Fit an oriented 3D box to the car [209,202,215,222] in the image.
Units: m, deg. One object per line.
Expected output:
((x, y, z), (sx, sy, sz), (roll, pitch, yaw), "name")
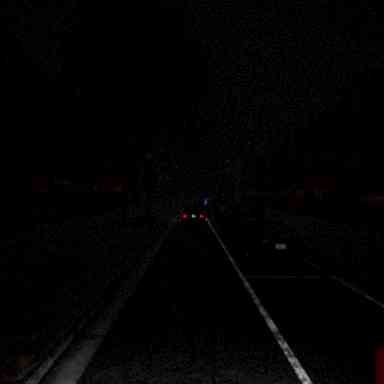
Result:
((2.654, 1.808, 28.606), (1.887, 1.381, 4.507), (1, -1, 0), "car")

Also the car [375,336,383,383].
((2.651, 1.325, 0.905), (2.192, 1.841, 5.009), (1, -1, 0), "car")

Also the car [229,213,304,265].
((2.650, 1.677, 11.984), (1.947, 1.339, 4.313), (1, -1, 0), "car")

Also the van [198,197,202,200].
((2.665, 2.016, 72.932), (1.690, 1.788, 3.998), (1, -1, 0), "van")

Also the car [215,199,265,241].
((2.654, 1.477, 17.527), (2.192, 1.841, 5.009), (1, -1, 0), "car")

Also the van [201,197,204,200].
((2.661, 1.806, 50.771), (1.690, 1.788, 3.998), (1, -1, 0), "van")

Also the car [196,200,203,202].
((0.109, 1.985, 41.873), (1.895, 1.301, 4.718), (0, -1, 0), "car")

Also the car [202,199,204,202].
((2.658, 1.960, 45.228), (1.887, 1.381, 4.507), (1, -1, 0), "car")

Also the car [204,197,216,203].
((2.658, 1.629, 34.149), (2.192, 1.841, 5.009), (1, -1, 0), "car")

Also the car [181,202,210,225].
((0.099, 1.787, 25.983), (2.033, 1.411, 5.357), (0, -1, 0), "car")
